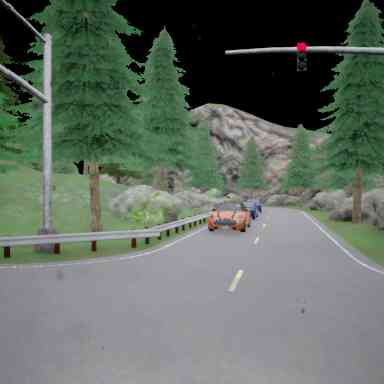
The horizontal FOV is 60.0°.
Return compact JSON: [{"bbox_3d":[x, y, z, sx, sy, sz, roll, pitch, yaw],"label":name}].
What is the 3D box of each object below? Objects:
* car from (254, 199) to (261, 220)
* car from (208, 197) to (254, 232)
[{"bbox_3d":[4.734,1.522,29.116,1.882,1.535,5.008,0,0,15],"label":"car"},{"bbox_3d":[2.368,1.383,20.291,2.097,1.767,4.553,0,0,15],"label":"car"}]
